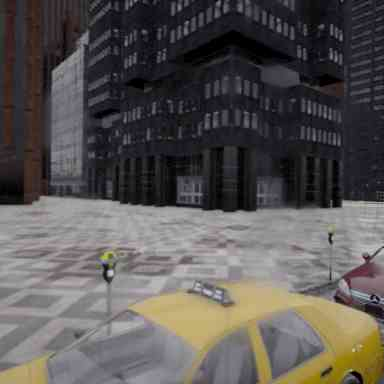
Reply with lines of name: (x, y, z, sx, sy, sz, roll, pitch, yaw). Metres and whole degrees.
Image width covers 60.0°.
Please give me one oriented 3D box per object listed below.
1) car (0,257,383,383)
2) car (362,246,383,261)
car: (-0.048, 1.506, 2.789, 4.829, 1.417, 1.752, 1, 0, -40)
car: (4.453, 1.625, 6.520, 4.206, 1.307, 1.802, 1, 0, -40)
